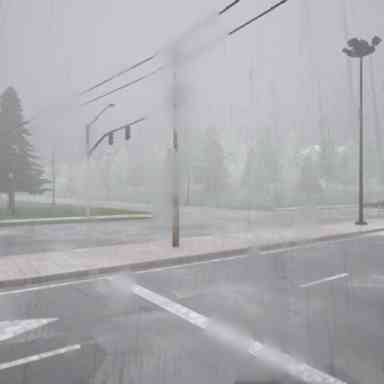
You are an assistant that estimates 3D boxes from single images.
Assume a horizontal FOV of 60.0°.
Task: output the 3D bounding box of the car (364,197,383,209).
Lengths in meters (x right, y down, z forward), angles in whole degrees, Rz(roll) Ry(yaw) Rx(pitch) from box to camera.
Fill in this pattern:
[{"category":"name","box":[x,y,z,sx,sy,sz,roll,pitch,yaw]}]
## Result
[{"category":"car","box":[26.054,1.504,46.719,5.008,1.535,1.882,0,0,-35]}]
